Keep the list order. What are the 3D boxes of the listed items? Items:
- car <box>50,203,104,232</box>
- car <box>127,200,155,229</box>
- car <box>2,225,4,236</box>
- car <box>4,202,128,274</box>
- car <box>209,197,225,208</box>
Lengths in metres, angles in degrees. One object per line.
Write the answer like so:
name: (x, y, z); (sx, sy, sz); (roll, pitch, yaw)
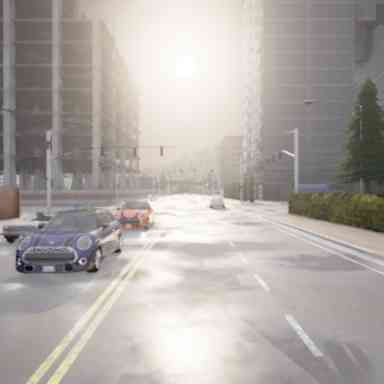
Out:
car: (-7.098, 1.523, 21.062); (1.812, 1.442, 4.674); (0, 0, 0)
car: (-3.599, 1.347, 21.109); (2.097, 1.767, 4.553); (0, 0, 0)
car: (-7.136, 1.590, 16.217); (1.895, 1.301, 4.718); (0, 0, 0)
car: (-3.629, 1.343, 10.638); (2.097, 1.767, 4.553); (0, 0, 0)
car: (3.375, 1.453, 45.275); (1.812, 1.442, 4.674); (0, 0, 0)
